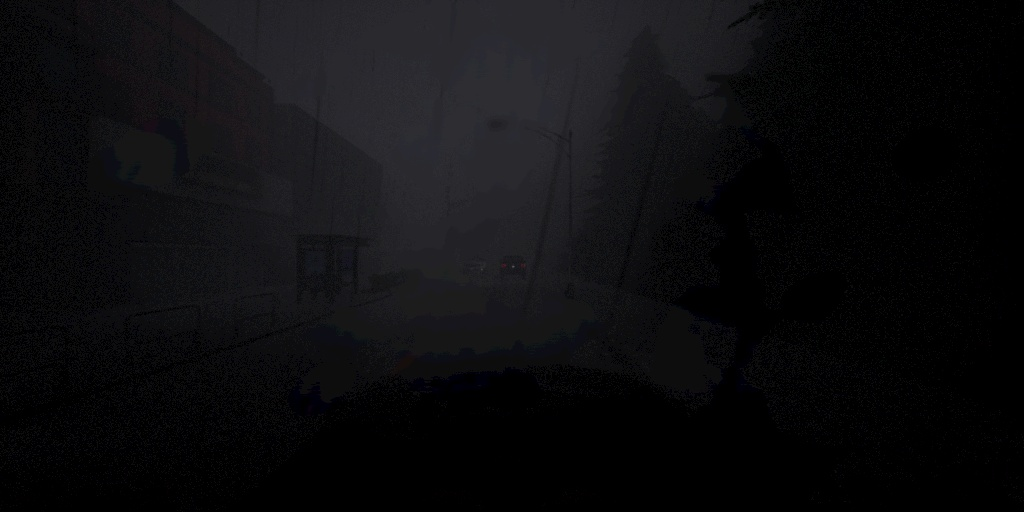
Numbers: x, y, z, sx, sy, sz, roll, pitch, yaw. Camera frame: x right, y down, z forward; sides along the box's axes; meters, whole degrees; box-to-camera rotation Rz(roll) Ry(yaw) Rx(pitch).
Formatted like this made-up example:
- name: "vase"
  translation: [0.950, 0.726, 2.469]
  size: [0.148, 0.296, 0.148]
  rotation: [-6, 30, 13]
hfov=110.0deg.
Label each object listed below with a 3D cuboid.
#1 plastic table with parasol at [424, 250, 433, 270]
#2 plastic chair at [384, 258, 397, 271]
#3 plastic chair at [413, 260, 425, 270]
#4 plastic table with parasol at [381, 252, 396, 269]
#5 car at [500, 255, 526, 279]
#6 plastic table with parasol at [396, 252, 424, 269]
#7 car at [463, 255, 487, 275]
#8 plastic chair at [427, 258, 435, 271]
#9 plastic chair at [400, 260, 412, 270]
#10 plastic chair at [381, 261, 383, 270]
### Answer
- name: "plastic table with parasol"
  translation: [-13.372, 0.666, 54.503]
  size: [2.482, 2.480, 2.482]
  rotation: [0, 0, 0]
- name: "plastic chair"
  translation: [-15.891, 1.272, 46.882]
  size: [0.730, 1.272, 0.750]
  rotation: [0, 0, 0]
- name: "plastic chair"
  translation: [-12.841, 1.271, 49.523]
  size: [0.730, 1.272, 0.750]
  rotation: [0, 0, 0]
- name: "plastic table with parasol"
  translation: [-17.151, 0.668, 47.002]
  size: [2.482, 2.480, 2.482]
  rotation: [0, 0, 0]
- name: "car"
  translation: [0.100, 0.964, 32.044]
  size: [2.150, 2.045, 5.566]
  rotation: [0, 0, 0]
- name: "plastic table with parasol"
  translation: [-14.091, 0.667, 49.643]
  size: [2.482, 2.480, 2.482]
  rotation: [0, 0, 0]
- name: "car"
  translation: [-4.002, 0.949, 39.464]
  size: [2.150, 2.045, 5.566]
  rotation: [0, 0, 0]
- name: "plastic chair"
  translation: [-12.122, 1.270, 54.353]
  size: [0.730, 1.272, 0.750]
  rotation: [0, 0, 0]
- name: "plastic chair"
  translation: [-14.251, 1.271, 48.363]
  size: [0.750, 1.272, 0.730]
  rotation: [0, 0, 0]
- name: "plastic chair"
  translation: [-17.300, 1.272, 45.722]
  size: [0.750, 1.272, 0.730]
  rotation: [0, 0, 0]
